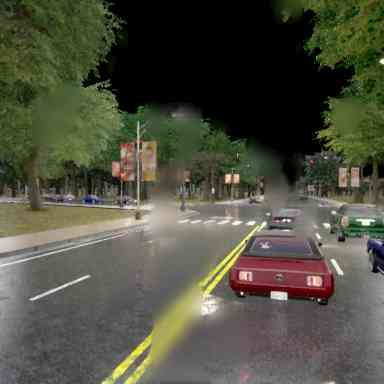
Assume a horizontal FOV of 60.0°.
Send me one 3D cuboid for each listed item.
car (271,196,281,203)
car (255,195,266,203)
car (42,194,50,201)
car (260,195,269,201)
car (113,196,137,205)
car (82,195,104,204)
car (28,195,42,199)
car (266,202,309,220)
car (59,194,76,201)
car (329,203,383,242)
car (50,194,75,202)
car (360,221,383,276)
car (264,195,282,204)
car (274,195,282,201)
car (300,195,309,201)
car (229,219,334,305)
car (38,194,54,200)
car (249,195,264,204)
[{"bbox_3d":[18.267,1.604,72.422,1.895,1.301,4.718,0,0,17],"label":"car"},{"bbox_3d":[15.073,1.486,73.094,1.882,1.535,5.008,0,0,17],"label":"car"},{"bbox_3d":[-31.320,1.263,75.820,4.902,1.511,2.128,0,0,40],"label":"car"},{"bbox_3d":[18.069,1.535,82.912,1.812,1.442,4.674,0,0,17],"label":"car"},{"bbox_3d":[-10.803,1.363,54.270,4.902,1.511,2.128,0,0,40],"label":"car"},{"bbox_3d":[-17.995,1.303,60.331,5.008,1.535,1.882,0,0,40],"label":"car"},{"bbox_3d":[-39.304,1.297,82.508,4.718,1.301,1.895,0,0,40],"label":"car"},{"bbox_3d":[4.872,1.505,17.057,1.837,1.490,4.892,0,0,17],"label":"car"},{"bbox_3d":[-29.463,1.260,78.504,4.674,1.442,1.812,0,0,40],"label":"car"},{"bbox_3d":[8.010,1.352,16.197,2.097,1.767,4.553,0,0,17],"label":"car"},{"bbox_3d":[-25.721,1.304,66.890,4.902,1.511,2.128,0,0,40],"label":"car"},{"bbox_3d":[5.432,1.601,7.585,1.895,1.301,4.718,0,0,16],"label":"car"},{"bbox_3d":[15.228,1.554,62.609,2.033,1.411,5.357,0,0,18],"label":"car"},{"bbox_3d":[21.292,1.489,82.341,1.882,1.535,5.008,0,0,17],"label":"car"},{"bbox_3d":[30.400,1.520,89.918,1.837,1.490,4.892,0,0,17],"label":"car"},{"bbox_3d":[2.222,1.601,8.185,1.895,1.301,4.718,0,0,17],"label":"car"},{"bbox_3d":[-37.337,1.225,85.100,4.674,1.442,1.812,0,0,40],"label":"car"},{"bbox_3d":[12.151,1.554,63.643,2.033,1.411,5.357,0,0,18],"label":"car"}]
